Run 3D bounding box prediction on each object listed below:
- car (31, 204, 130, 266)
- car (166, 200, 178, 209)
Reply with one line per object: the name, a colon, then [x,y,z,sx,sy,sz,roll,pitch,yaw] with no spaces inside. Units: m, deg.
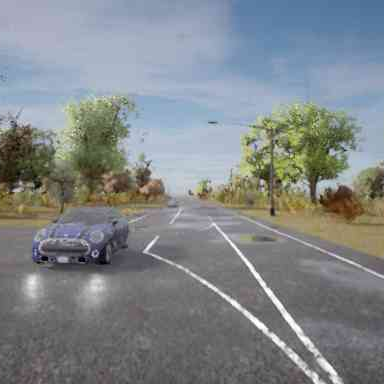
car: [-3.453,1.250,11.205,2.097,1.767,4.553,2,-1,0]
car: [-3.622,2.205,59.584,1.812,1.442,4.674,0,-1,0]
